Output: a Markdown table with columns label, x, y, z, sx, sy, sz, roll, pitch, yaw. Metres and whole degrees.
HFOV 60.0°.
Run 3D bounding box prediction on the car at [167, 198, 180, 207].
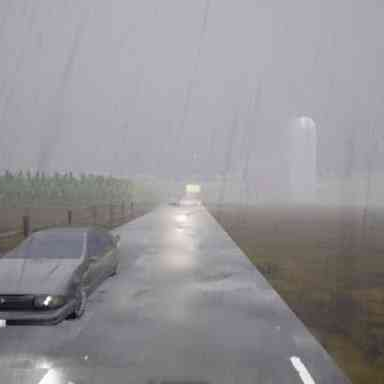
| label | x | y | z | sx | sy | sz | roll | pitch | yaw |
| --- | --- | --- | --- | --- | --- | --- | --- | --- | --- |
| car | -2.811 | 1.593 | 51.088 | 2.033 | 1.411 | 5.357 | 0 | 0 | 1 |

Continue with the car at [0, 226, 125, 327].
| label | x | y | z | sx | sy | sz | roll | pitch | yaw |
| --- | --- | --- | --- | --- | --- | --- | --- | --- | --- |
| car | -2.848 | 1.528 | 7.519 | 2.033 | 1.411 | 5.357 | 0 | 0 | 0 |

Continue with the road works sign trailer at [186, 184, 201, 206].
| label | x | y | z | sx | sy | sz | roll | pitch | yaw |
| --- | --- | --- | --- | --- | --- | --- | --- | --- | --- |
| road works sign trailer | 0.190 | 0.525 | 54.409 | 2.380 | 3.560 | 2.880 | 0 | 0 | -4 |
